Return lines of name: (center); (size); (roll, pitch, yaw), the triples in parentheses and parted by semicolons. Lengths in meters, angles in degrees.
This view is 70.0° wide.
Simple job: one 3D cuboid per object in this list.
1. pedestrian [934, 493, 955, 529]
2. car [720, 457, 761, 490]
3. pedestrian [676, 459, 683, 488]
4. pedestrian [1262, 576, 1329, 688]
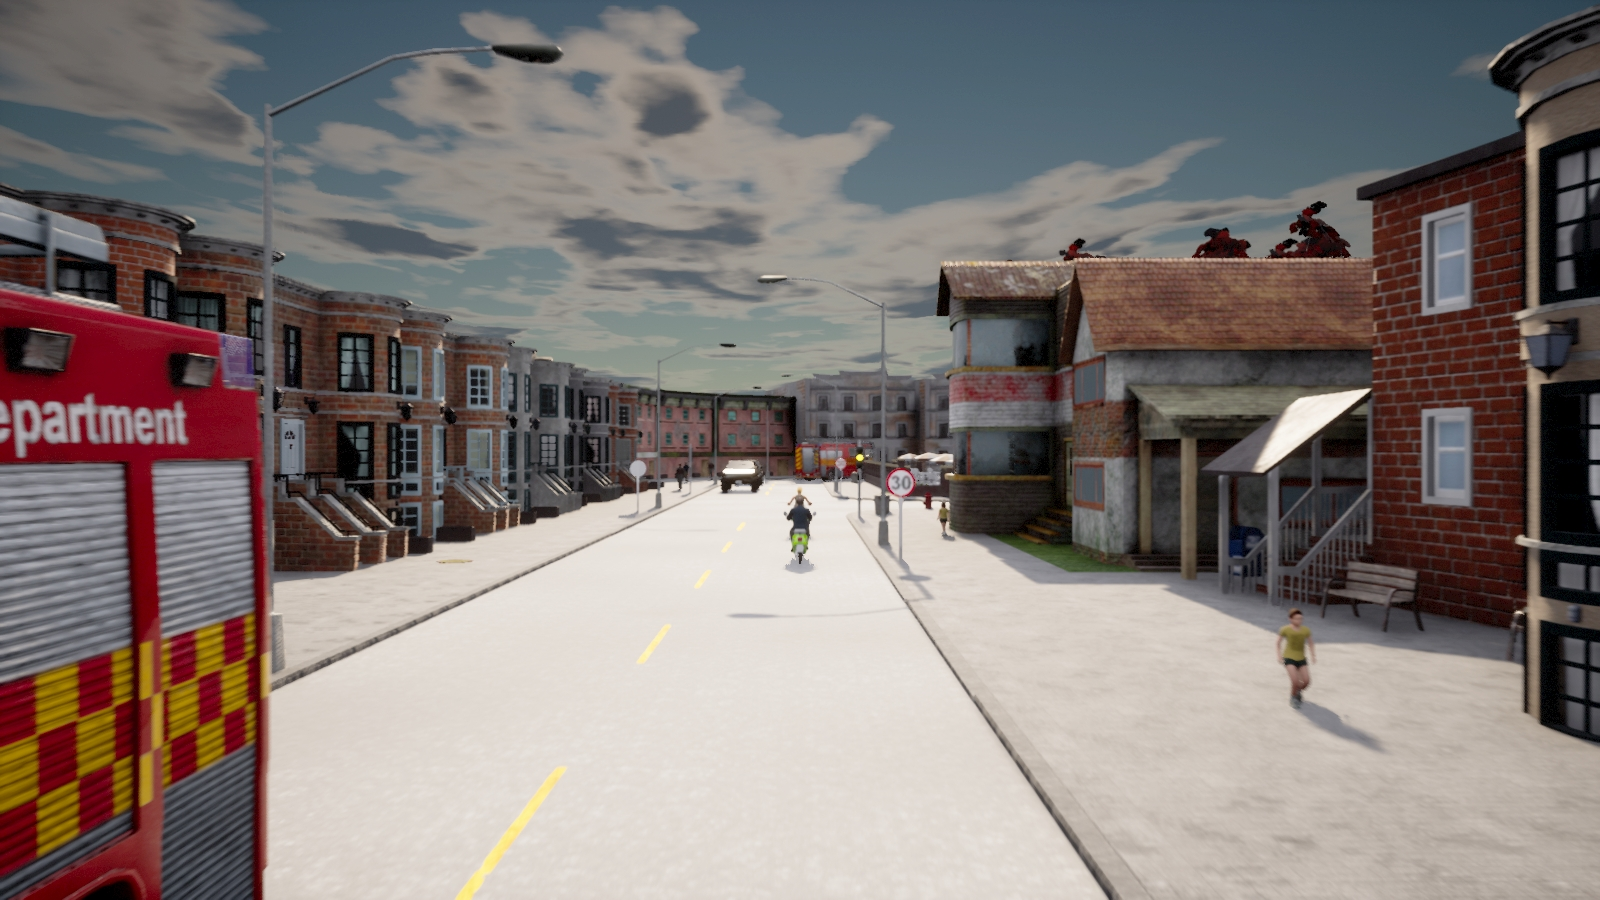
pedestrian: (4.519, 1.905, 35.665); (0.500, 1.100, 0.500); (0, 0, -17)
car: (-3.998, 1.534, 77.579); (2.390, 2.098, 6.274); (0, 0, 0)
pedestrian: (-7.834, 1.524, 74.482); (0.375, 1.860, 0.375); (0, 0, 5)
pedestrian: (5.211, 1.903, 12.044); (0.500, 1.100, 0.500); (0, 0, 2)
